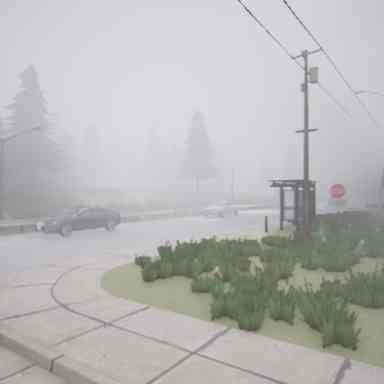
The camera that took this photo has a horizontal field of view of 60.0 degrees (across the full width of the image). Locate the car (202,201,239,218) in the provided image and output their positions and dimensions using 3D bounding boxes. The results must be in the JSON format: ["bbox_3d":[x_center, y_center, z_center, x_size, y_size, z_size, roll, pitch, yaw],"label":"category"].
[{"bbox_3d":[2.733,1.533,30.585,1.812,1.442,4.674,0,0,36],"label":"car"}]

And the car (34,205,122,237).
[{"bbox_3d":[-6.124,1.498,18.395,2.128,1.511,4.902,0,0,36],"label":"car"}]

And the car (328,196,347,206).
[{"bbox_3d":[23.172,1.357,52.877,2.097,1.767,4.553,0,0,36],"label":"car"}]
